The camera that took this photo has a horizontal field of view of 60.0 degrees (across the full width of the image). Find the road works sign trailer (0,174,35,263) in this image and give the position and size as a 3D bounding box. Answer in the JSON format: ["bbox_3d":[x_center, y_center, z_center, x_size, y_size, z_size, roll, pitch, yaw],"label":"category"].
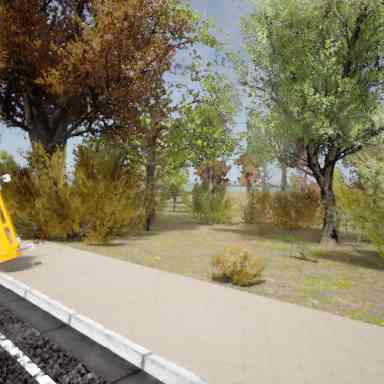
[{"bbox_3d":[-5.844,0.912,7.226,2.880,2.380,3.560,-20,-2,-6],"label":"road works sign trailer"}]
